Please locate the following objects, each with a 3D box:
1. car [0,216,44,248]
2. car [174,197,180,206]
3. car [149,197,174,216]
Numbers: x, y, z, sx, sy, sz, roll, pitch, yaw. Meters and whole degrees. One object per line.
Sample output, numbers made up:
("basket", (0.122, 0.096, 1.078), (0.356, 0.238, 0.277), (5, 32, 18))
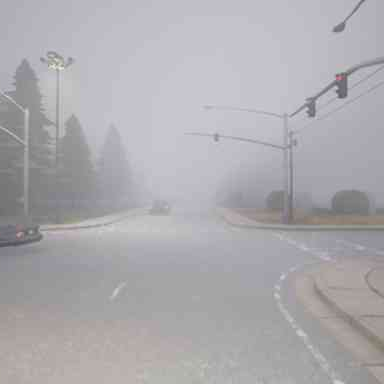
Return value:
("car", (-8.834, 1.620, 13.324), (5.357, 1.411, 2.033), (0, 0, 5))
("car", (-3.363, 1.664, 61.846), (2.097, 1.767, 4.553), (0, 0, 0))
("car", (-3.420, 1.592, 36.085), (2.097, 1.767, 4.553), (0, 0, 0))
